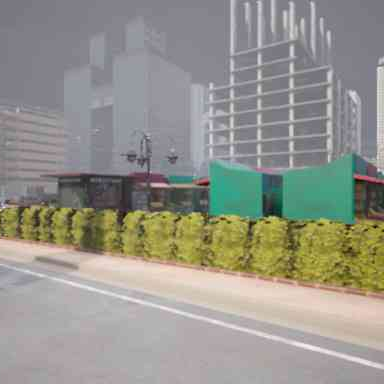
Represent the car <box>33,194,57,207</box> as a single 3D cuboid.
[{"bbox_3d":[-12.107,1.088,30.714,1.905,1.878,3.866,0,0,34],"label":"car"}]
